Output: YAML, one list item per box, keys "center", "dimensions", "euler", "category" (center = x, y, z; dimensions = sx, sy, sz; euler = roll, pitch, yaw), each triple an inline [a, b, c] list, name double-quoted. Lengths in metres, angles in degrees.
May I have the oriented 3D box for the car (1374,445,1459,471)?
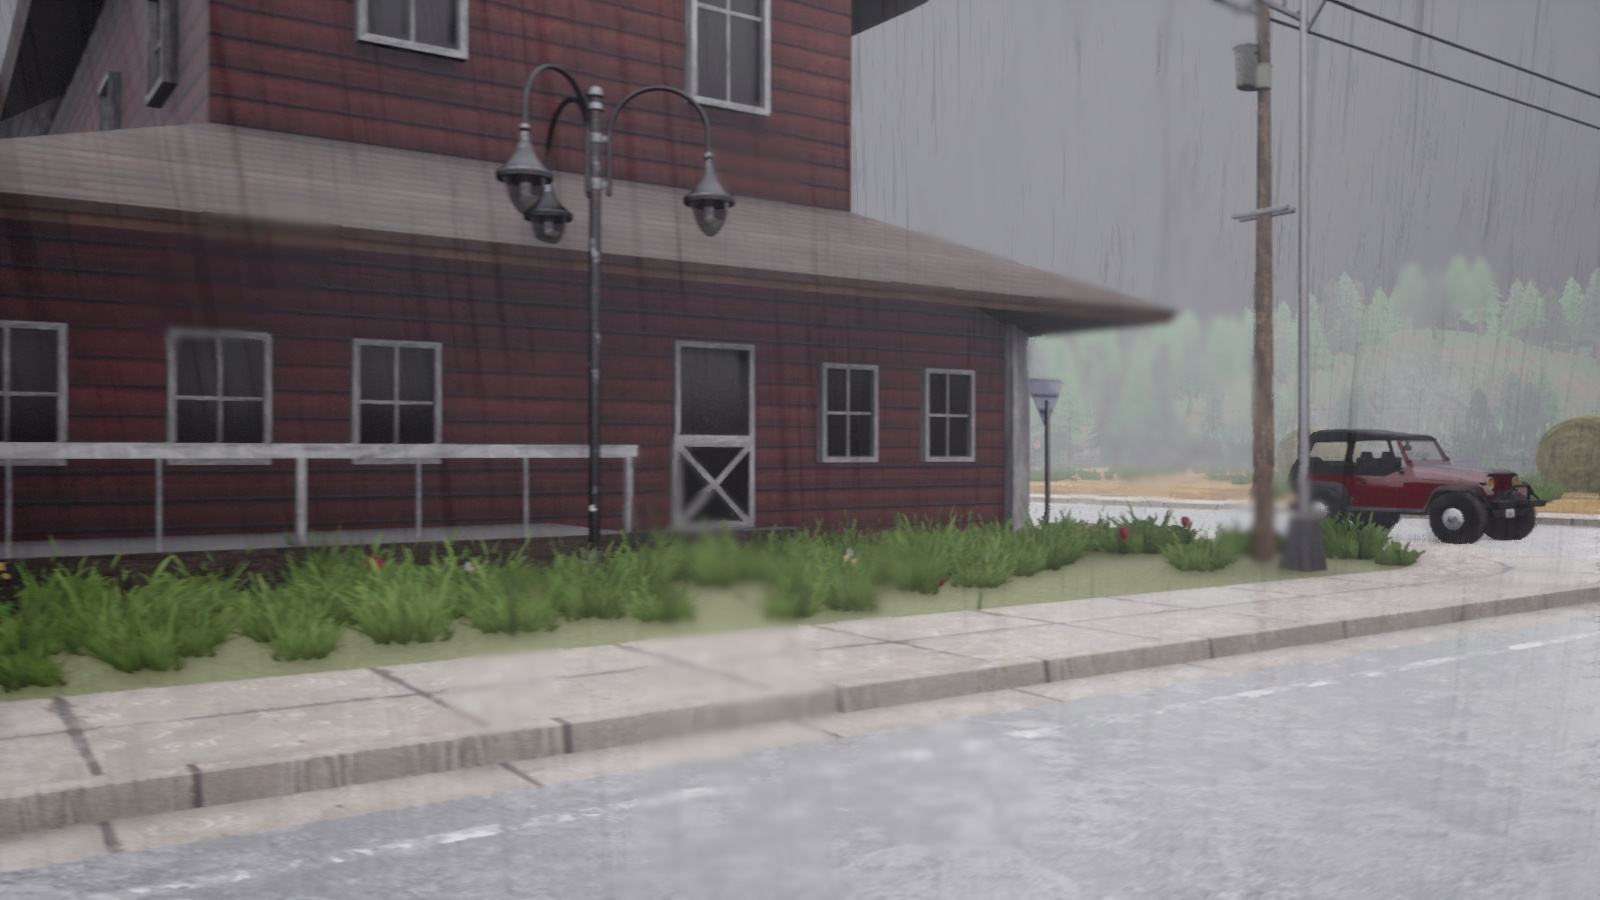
- center: [41.309, 0.530, 84.181]
  dimensions: [2.242, 1.667, 4.611]
  euler: [0, 0, -32]
  category: "car"

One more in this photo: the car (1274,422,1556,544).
- center: [10.355, 0.509, 21.392]
  dimensions: [1.905, 1.878, 3.866]
  euler: [0, 0, -35]
  category: "car"
